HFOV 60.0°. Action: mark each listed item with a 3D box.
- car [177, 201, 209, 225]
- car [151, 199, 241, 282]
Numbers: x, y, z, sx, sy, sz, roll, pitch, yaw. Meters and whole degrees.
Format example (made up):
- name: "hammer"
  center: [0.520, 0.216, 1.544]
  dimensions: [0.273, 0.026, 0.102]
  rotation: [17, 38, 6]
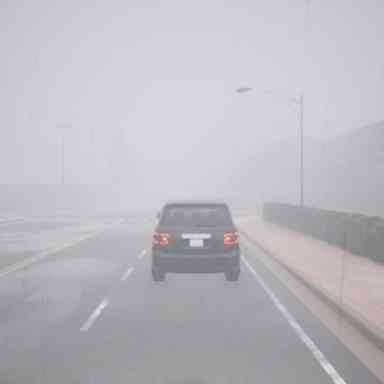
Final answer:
- name: "car"
  center: [0.041, 1.472, 24.793]
  dimensions: [2.128, 1.511, 4.902]
  rotation: [0, 0, 0]
- name: "car"
  center: [0.082, 1.212, 9.915]
  dimensions: [2.150, 2.045, 5.566]
  rotation: [0, 0, 0]
